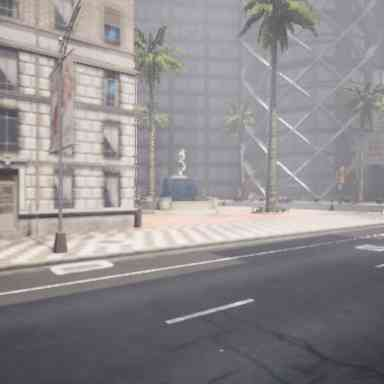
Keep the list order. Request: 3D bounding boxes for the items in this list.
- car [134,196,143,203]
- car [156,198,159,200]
[{"bbox_3d":[-10.291,1.478,58.680,4.902,1.511,2.128,0,0,-2],"label":"car"},{"bbox_3d":[-4.630,1.461,65.500,5.008,1.535,1.882,-1,0,4],"label":"car"}]
